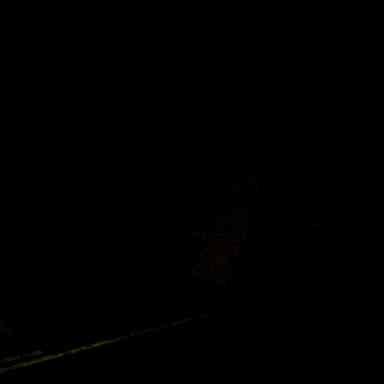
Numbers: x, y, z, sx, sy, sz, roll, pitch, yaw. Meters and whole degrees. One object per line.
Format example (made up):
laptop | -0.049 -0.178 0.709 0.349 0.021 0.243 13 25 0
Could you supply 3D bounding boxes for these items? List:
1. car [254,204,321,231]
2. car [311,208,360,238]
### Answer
car | 6.180 1.566 21.365 4.181 1.385 1.994 0 0 -36
car | 7.070 1.566 17.689 4.181 1.385 1.994 0 0 -36
